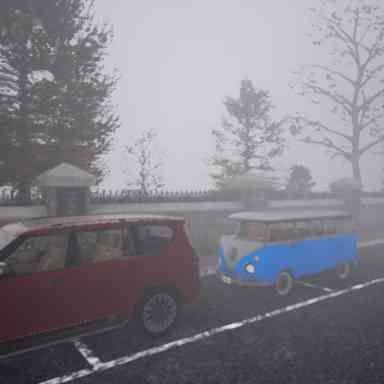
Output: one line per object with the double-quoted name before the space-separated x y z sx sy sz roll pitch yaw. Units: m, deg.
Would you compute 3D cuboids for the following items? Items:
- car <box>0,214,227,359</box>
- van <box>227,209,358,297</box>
"car" -2.128 1.316 5.041 5.009 1.841 2.192 0 0 -36
"van" 2.456 1.349 8.312 3.998 1.788 1.690 0 0 -36
